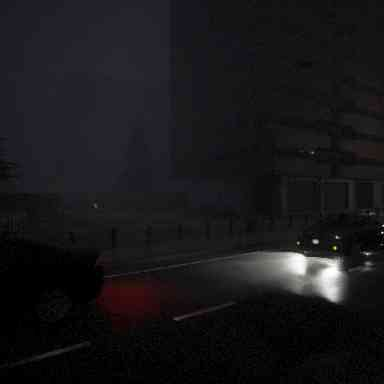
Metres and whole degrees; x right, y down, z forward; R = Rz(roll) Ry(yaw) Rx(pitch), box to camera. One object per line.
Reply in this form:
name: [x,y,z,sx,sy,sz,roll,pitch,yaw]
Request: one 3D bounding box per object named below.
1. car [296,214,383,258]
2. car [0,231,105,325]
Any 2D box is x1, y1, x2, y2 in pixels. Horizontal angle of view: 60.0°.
car: [5.917,1.561,12.852,4.181,1.385,1.994,0,0,-37]
car: [-4.033,1.478,5.571,5.008,1.535,1.882,0,0,-34]
